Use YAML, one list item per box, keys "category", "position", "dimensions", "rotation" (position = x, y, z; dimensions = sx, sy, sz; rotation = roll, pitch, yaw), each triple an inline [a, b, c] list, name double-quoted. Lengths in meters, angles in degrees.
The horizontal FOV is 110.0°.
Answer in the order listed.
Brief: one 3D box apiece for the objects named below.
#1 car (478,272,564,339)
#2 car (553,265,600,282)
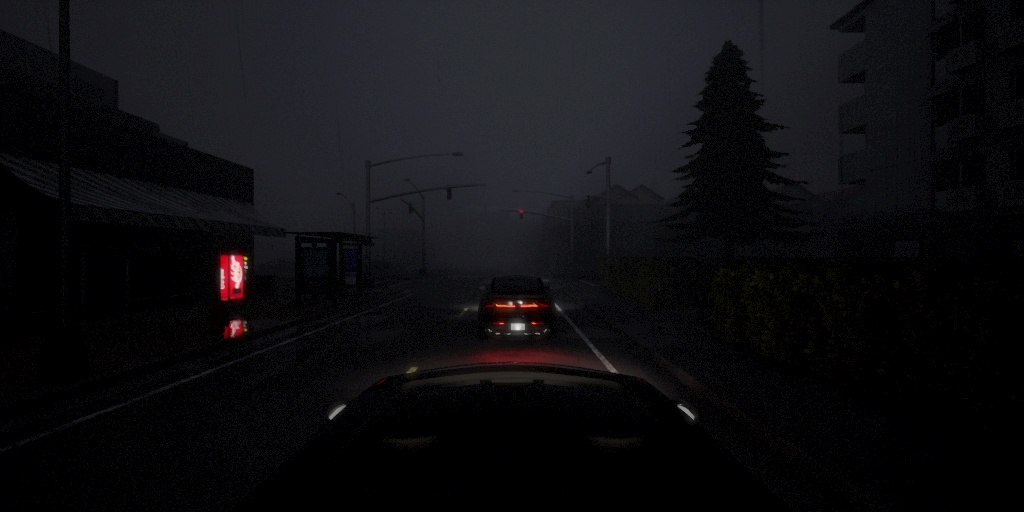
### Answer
- category: "car"
  position: [0.118, 1.255, 10.038]
  dimensions: [1.837, 1.490, 4.892]
  rotation: [0, 0, 0]
- category: "car"
  position: [6.072, 1.448, 30.589]
  dimensions: [5.357, 1.411, 2.033]
  rotation: [1, 0, 0]
